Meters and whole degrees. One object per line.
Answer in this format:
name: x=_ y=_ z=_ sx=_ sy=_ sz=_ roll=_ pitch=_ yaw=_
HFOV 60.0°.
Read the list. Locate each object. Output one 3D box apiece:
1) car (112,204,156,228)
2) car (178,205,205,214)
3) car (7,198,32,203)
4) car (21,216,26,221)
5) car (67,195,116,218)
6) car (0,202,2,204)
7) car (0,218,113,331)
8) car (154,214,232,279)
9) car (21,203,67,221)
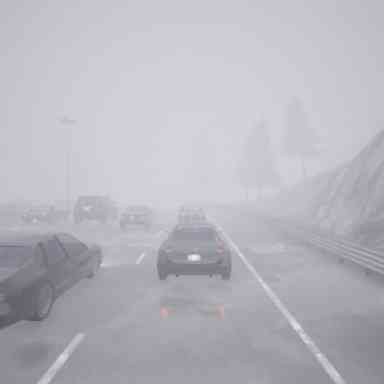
car: x=-3.524 y=1.561 z=22.157 sx=2.033 sy=1.411 sz=5.357 roll=0 pitch=0 yaw=0
car: x=-0.069 y=1.616 z=24.459 sx=1.895 sy=1.301 sz=4.718 roll=0 pitch=0 yaw=-1
car: x=-23.129 y=1.505 z=44.631 sx=1.882 sy=1.535 sz=5.008 roll=0 pitch=0 yaw=-9
car: x=-6.934 y=1.607 z=9.452 sx=1.895 sy=1.301 sz=4.718 roll=0 pitch=0 yaw=0
car: x=-7.075 y=1.240 z=24.836 sx=2.150 sy=2.045 sz=5.566 roll=0 pitch=0 yaw=-1
car: x=-26.366 y=1.627 z=42.756 sx=1.895 sy=1.301 sz=4.718 roll=0 pitch=0 yaw=-8
car: x=-3.452 y=1.552 z=7.166 sx=2.033 sy=1.411 sz=5.357 roll=0 pitch=0 yaw=1
car: x=0.071 y=1.569 z=10.093 sx=1.994 sy=1.385 sz=4.181 roll=0 pitch=0 yaw=0
car: x=-10.565 y=1.616 z=24.464 sx=1.895 sy=1.301 sz=4.718 roll=0 pitch=0 yaw=-1
